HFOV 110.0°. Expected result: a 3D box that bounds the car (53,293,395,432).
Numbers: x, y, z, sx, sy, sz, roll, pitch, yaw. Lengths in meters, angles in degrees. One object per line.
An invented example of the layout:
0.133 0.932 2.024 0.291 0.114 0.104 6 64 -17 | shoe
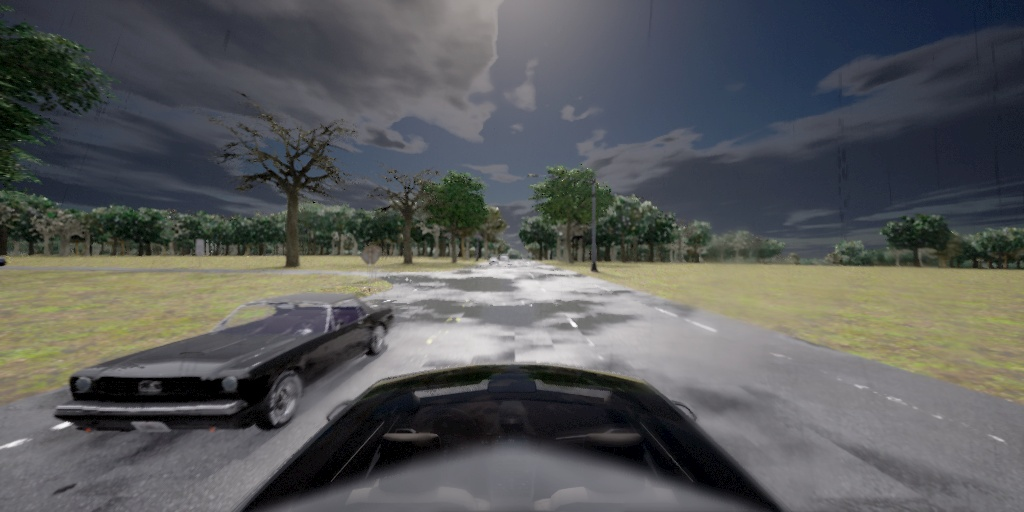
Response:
-3.507 1.328 5.677 1.895 1.301 4.718 0 0 0 | car

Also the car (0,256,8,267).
-49.585 0.309 32.992 4.181 1.385 1.994 0 -1 0 | car
